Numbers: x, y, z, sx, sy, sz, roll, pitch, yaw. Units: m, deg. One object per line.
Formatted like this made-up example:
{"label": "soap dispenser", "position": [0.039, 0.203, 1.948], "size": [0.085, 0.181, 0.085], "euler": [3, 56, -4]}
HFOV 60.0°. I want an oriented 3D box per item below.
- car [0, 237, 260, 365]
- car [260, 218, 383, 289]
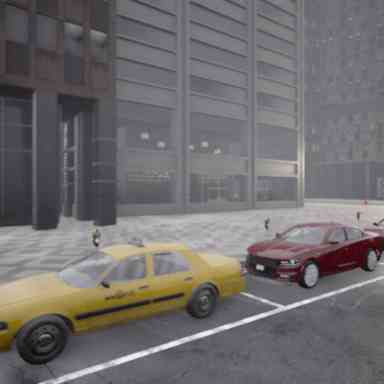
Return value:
{"label": "car", "position": [-1.207, 1.519, 5.800], "size": [4.829, 1.417, 1.752], "euler": [0, 0, -35]}
{"label": "car", "position": [3.431, 1.515, 9.105], "size": [4.507, 1.381, 1.887], "euler": [0, 0, -35]}
